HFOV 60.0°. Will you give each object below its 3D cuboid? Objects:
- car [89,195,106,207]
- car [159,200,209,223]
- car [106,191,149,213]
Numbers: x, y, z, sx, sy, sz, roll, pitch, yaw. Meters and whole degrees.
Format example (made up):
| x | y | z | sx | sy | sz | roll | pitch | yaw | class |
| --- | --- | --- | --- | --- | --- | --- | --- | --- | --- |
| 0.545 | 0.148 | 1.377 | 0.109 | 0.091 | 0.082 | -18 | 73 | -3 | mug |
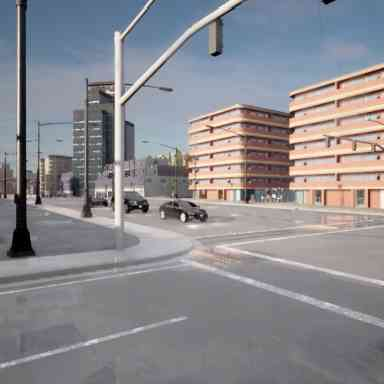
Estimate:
| x | y | z | sx | sy | sz | roll | pitch | yaw | class |
| --- | --- | --- | --- | --- | --- | --- | --- | --- | --- |
| -11.936 | 1.111 | 41.298 | 1.994 | 1.385 | 4.181 | 0 | 1 | -34 | car |
| -0.706 | 1.373 | 24.843 | 1.837 | 1.490 | 4.892 | 0 | 1 | -34 | car |
| -6.270 | 0.945 | 32.996 | 2.150 | 2.045 | 5.566 | 0 | 1 | -34 | car |
